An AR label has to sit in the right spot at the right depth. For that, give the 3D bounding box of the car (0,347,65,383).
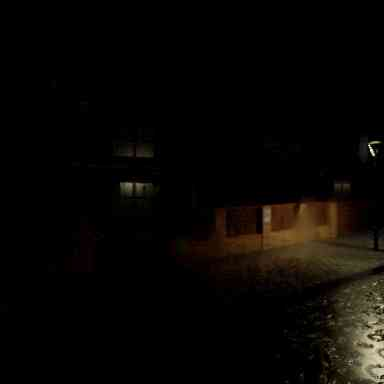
[{"bbox_3d":[-2.726,1.652,1.038,4.718,1.301,1.895,-1,0,-37],"label":"car"}]
